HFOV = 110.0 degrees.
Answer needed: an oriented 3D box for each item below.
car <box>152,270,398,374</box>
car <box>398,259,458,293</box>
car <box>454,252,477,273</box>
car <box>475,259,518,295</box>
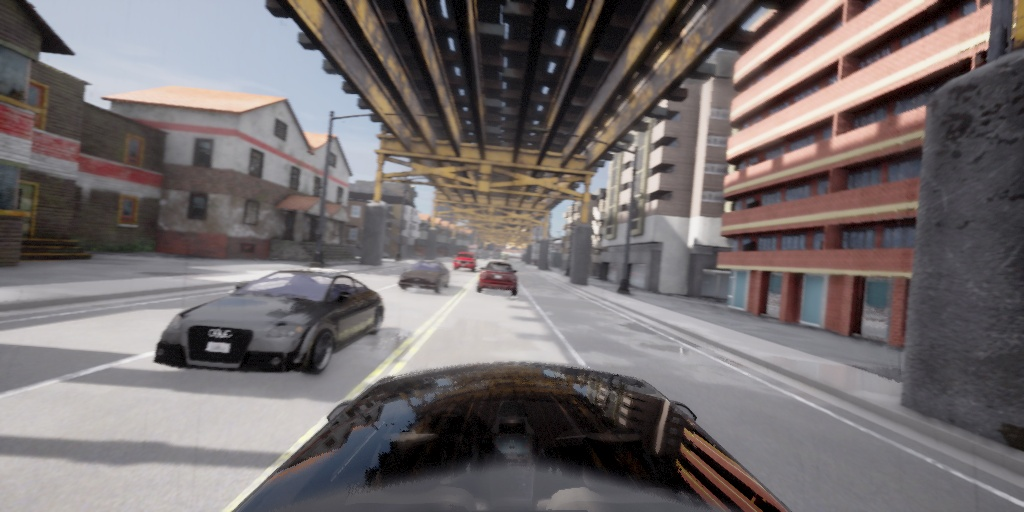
[{"bbox_3d":[-3.800,0.977,6.549,1.994,1.385,4.181,5,0,-2],"label":"car"},{"bbox_3d":[-4.280,0.974,18.417,2.033,1.411,5.357,5,0,-2],"label":"car"},{"bbox_3d":[-5.008,0.605,39.070,2.150,2.045,5.566,5,0,-2],"label":"car"},{"bbox_3d":[-0.785,1.111,20.567,2.097,1.767,4.553,5,0,-2],"label":"car"}]
